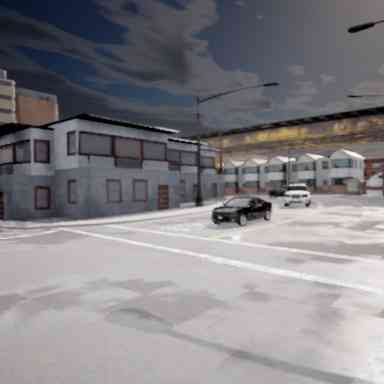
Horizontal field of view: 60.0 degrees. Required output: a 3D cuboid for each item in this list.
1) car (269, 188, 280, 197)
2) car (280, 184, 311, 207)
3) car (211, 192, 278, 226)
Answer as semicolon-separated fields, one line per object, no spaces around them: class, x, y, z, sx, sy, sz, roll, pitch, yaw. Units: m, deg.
car;12.855;0.120;49.608;2.033;1.411;5.357;-1;1;-3
car;10.086;0.272;31.833;2.150;2.045;5.566;0;2;21
car;3.045;1.025;19.849;1.882;1.535;5.008;0;2;38
